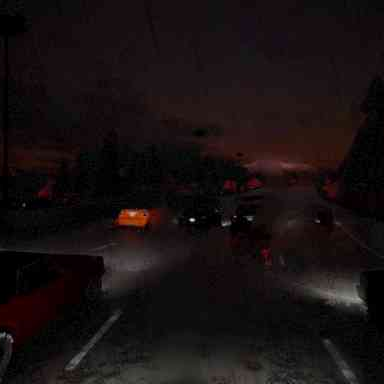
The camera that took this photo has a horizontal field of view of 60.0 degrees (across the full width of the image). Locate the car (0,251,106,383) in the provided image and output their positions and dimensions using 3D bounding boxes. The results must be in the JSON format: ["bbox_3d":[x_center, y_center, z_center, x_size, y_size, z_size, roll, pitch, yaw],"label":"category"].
[{"bbox_3d":[-2.993,1.594,5.254,1.895,1.301,4.718,0,0,5],"label":"car"}]

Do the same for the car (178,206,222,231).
[{"bbox_3d":[0.617,1.591,21.123,1.994,1.385,4.181,0,0,18],"label":"car"}]

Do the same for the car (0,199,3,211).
[{"bbox_3d":[-20.229,1.471,36.507,1.882,1.535,5.008,0,0,19],"label":"car"}]

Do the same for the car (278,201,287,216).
[{"bbox_3d":[8.558,1.626,33.837,2.033,1.411,5.357,0,0,19],"label":"car"}]

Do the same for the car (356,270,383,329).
[{"bbox_3d":[3.853,1.570,3.866,2.033,1.411,5.357,0,0,5],"label":"car"}]

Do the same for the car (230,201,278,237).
[{"bbox_3d":[3.515,1.389,18.661,2.097,1.767,4.553,0,0,17],"label":"car"}]

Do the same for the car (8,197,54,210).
[{"bbox_3d":[-16.910,1.327,35.393,2.097,1.767,4.553,0,0,19],"label":"car"}]

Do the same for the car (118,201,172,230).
[{"bbox_3d":[-2.890,1.365,21.613,2.097,1.767,4.553,0,0,17],"label":"car"}]

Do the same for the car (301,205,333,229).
[{"bbox_3d":[8.312,1.589,22.150,1.812,1.442,4.674,0,0,19],"label":"car"}]
